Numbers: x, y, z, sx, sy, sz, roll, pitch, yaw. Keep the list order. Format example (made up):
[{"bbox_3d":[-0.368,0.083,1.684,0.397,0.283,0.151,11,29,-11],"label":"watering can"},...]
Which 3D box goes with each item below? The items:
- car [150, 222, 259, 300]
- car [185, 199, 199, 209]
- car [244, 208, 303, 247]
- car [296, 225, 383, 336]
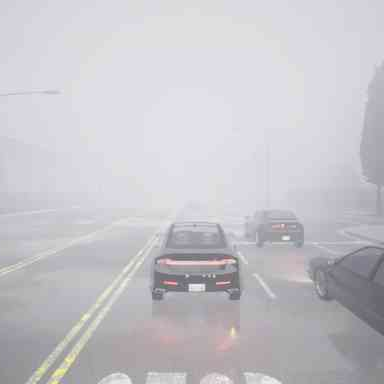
[{"bbox_3d":[0.080,1.492,8.357,2.128,1.511,4.902,0,0,0],"label":"car"},{"bbox_3d":[-0.007,1.601,44.134,1.895,1.301,4.718,0,0,0],"label":"car"},{"bbox_3d":[3.563,1.505,15.058,1.837,1.490,4.892,0,0,0],"label":"car"},{"bbox_3d":[3.587,1.547,5.312,2.033,1.411,5.357,0,0,0],"label":"car"}]
